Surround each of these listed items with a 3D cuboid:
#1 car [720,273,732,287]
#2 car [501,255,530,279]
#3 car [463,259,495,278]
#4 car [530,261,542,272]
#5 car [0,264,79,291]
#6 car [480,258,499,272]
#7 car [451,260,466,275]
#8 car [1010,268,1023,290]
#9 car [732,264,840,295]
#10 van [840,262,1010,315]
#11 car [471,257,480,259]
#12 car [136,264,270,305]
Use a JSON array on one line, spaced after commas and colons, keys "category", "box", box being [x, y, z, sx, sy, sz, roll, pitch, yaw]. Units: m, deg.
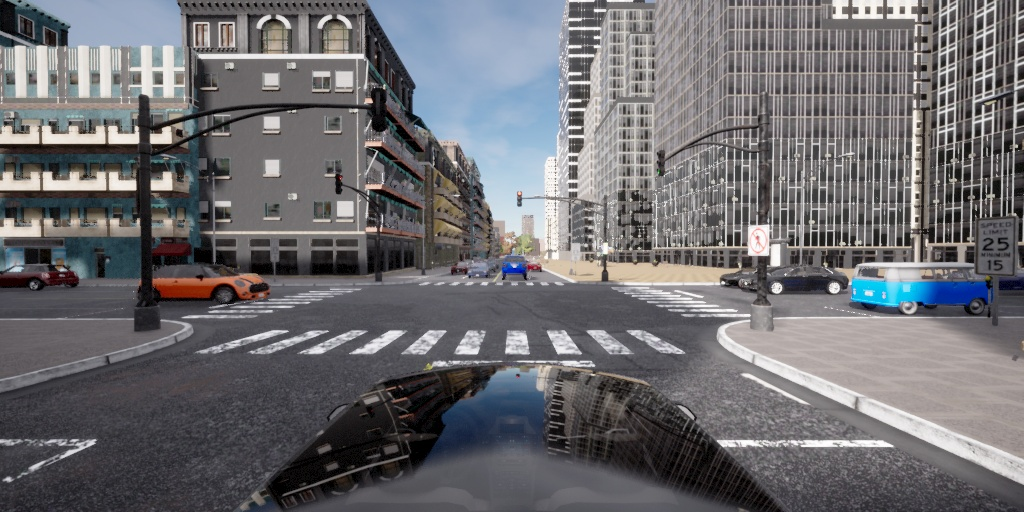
[{"category": "car", "box": [14.730, 1.216, 21.315, 4.313, 1.339, 1.948, 0, 0, 0]}, {"category": "car", "box": [0.214, 0.968, 32.405, 2.150, 2.045, 5.566, 0, 0, 0]}, {"category": "car", "box": [-3.011, 1.293, 33.951, 2.033, 1.411, 5.357, 0, 0, 0]}, {"category": "car", "box": [2.777, 1.290, 45.085, 1.888, 1.381, 4.507, 0, 0, 0]}, {"category": "car", "box": [-28.727, 1.190, 21.365, 4.097, 1.591, 1.967, 0, 0, 0]}, {"category": "car", "box": [-2.981, 1.309, 43.985, 1.994, 1.385, 4.181, 0, 0, 0]}, {"category": "car", "box": [-5.587, 1.290, 39.402, 1.888, 1.381, 4.507, 0, 0, 0]}, {"category": "car", "box": [24.711, 1.196, 18.700, 4.674, 1.442, 1.812, 0, 1, 0]}, {"category": "car", "box": [14.639, 1.194, 18.713, 4.892, 1.490, 1.837, 0, 1, 0]}, {"category": "van", "box": [14.719, 1.117, 12.935, 3.998, 1.789, 1.690, 0, 0, 0]}, {"category": "car", "box": [-5.571, 1.185, 45.051, 1.967, 1.591, 4.097, 0, 0, 0]}, {"category": "car", "box": [-13.335, 1.148, 15.734, 4.553, 1.767, 2.097, 0, 1, -3]}]
